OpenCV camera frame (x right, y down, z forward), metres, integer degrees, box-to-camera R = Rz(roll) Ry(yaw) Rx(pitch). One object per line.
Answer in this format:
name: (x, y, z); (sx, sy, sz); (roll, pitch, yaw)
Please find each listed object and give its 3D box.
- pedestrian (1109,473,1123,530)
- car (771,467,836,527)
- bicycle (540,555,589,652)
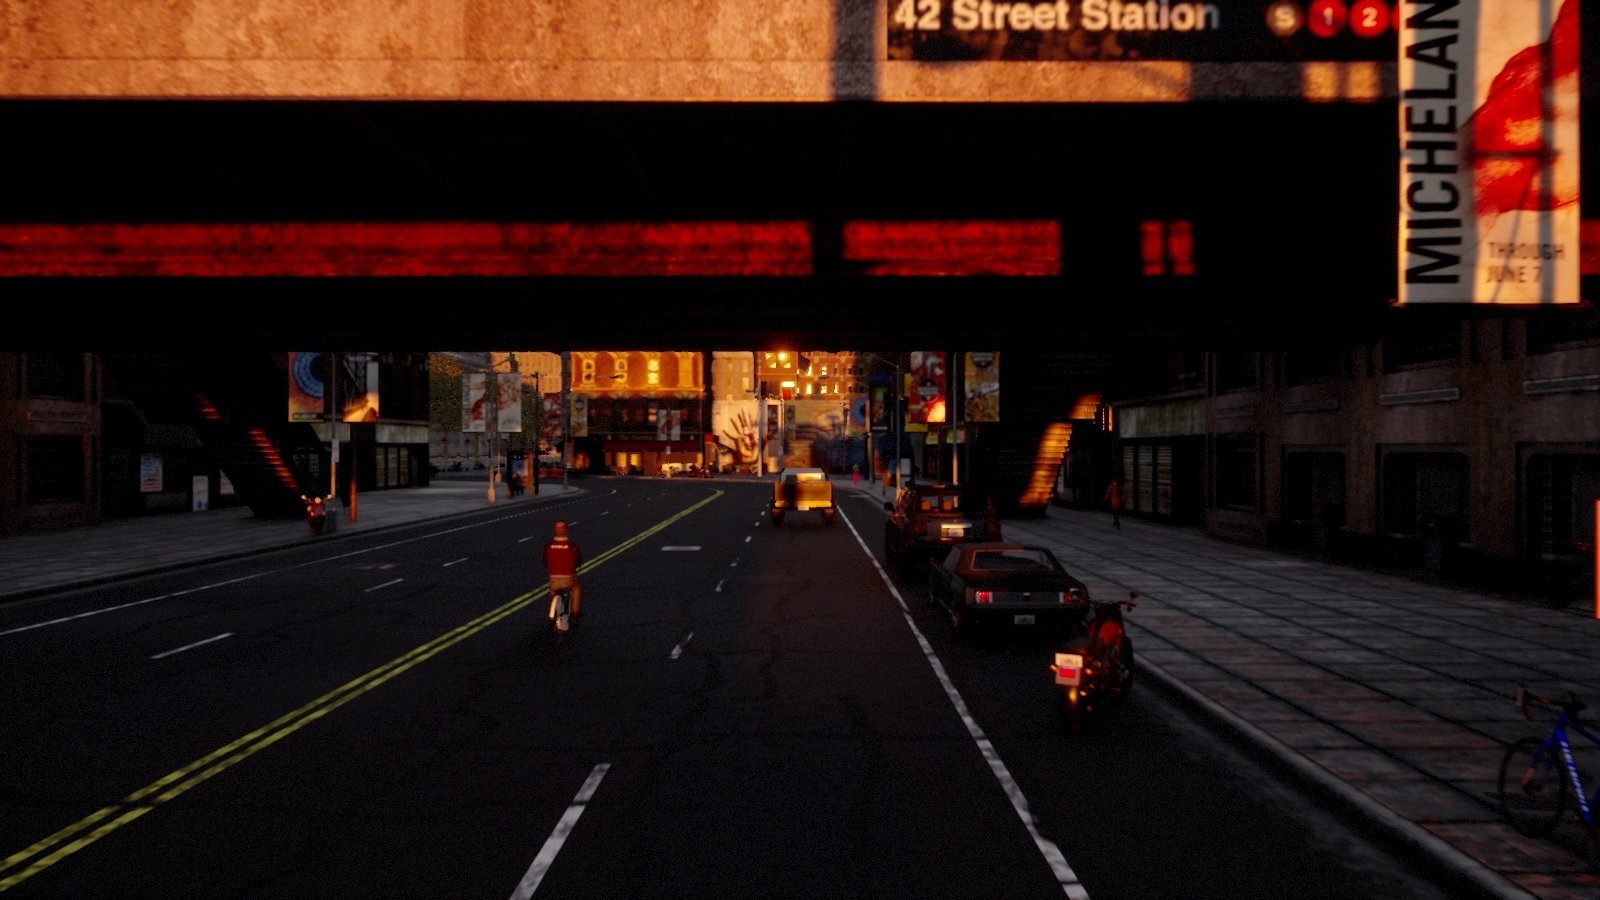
pedestrian: (10.434, 1.696, 37.766); (0.375, 1.860, 0.375); (0, 0, 2)
car: (0.119, 1.753, 44.902); (2.390, 2.098, 6.274); (0, 0, 0)
bicycle: (-3.428, 2.210, 16.747); (0.329, 1.171, 1.835); (0, 0, 0)
